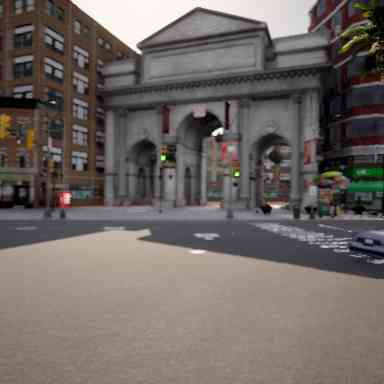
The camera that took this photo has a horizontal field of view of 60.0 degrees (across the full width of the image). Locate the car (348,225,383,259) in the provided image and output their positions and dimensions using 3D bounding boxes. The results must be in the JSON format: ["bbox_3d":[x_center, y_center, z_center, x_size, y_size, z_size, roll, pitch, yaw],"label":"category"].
[{"bbox_3d":[8.033,1.657,11.362,5.357,1.411,2.033,1,0,-18],"label":"car"}]
